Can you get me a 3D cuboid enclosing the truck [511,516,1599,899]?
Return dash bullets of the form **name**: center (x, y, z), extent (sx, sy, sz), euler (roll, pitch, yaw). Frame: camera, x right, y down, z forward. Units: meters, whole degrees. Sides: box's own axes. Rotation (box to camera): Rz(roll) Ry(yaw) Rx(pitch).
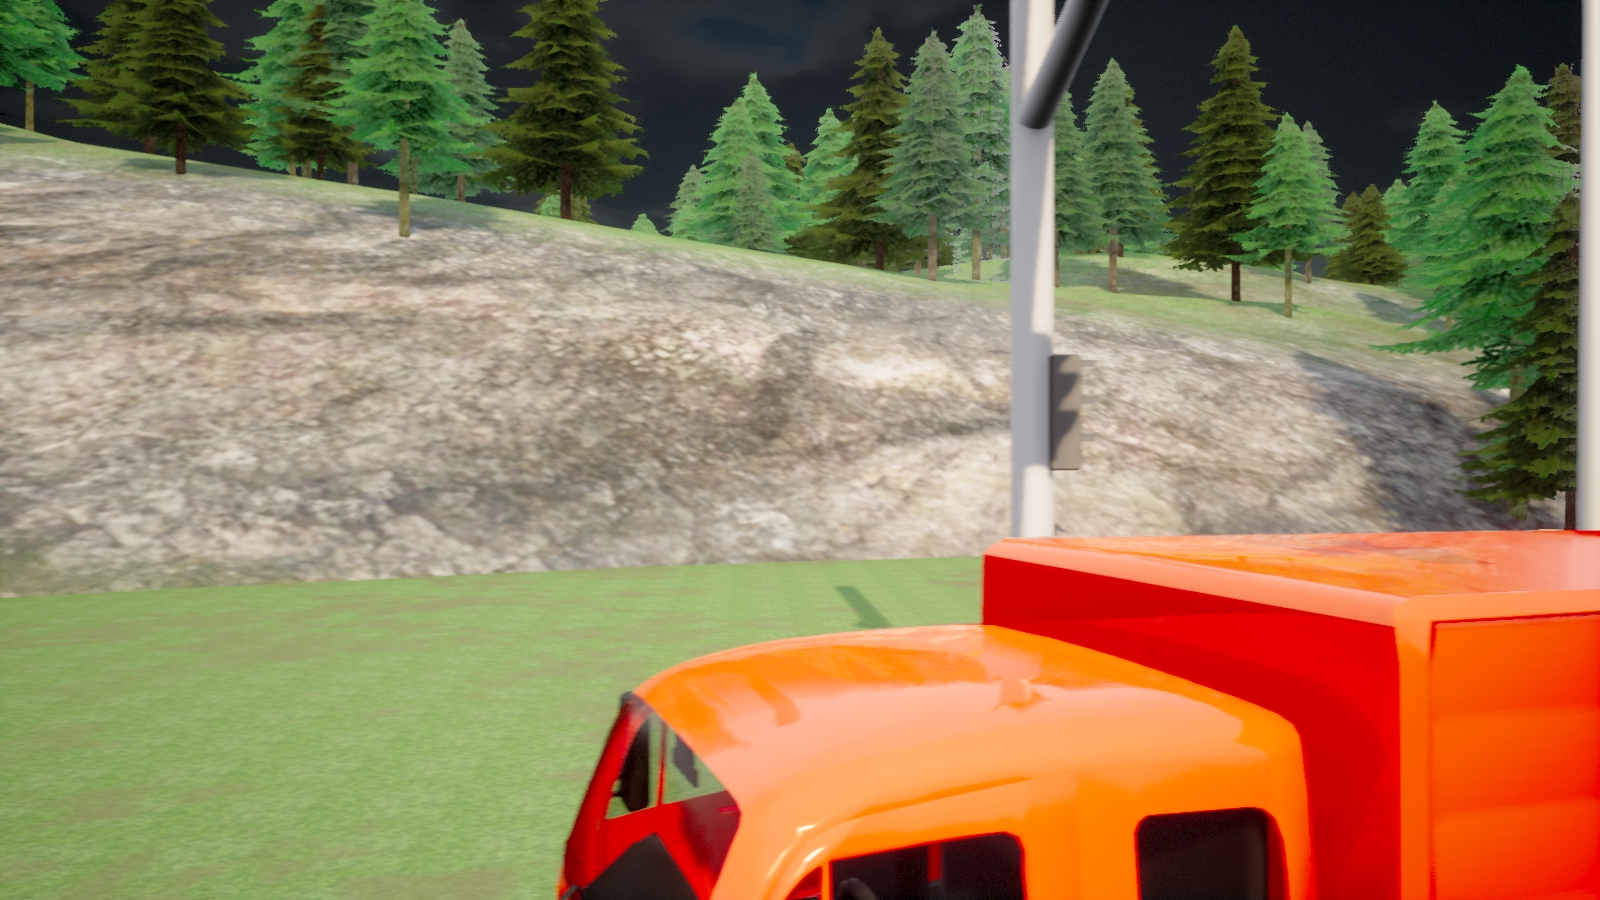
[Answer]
- **truck**: center (1.805, 1.570, 3.897), extent (5.204, 2.467, 2.627), euler (0, 0, -19)
